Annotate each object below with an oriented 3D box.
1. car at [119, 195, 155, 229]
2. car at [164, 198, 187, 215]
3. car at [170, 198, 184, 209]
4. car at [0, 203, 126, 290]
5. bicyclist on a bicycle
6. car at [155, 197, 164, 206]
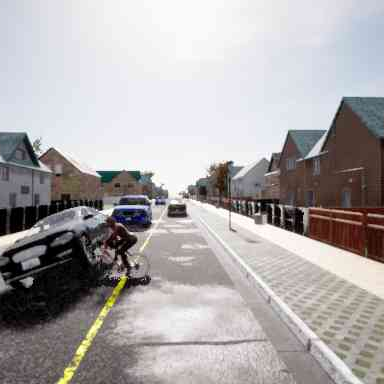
[{"bbox_3d":[-3.897,1.254,22.365,2.150,2.045,5.566,0,0,-3],"label":"car"},{"bbox_3d":[-1.539,1.554,34.252,2.128,1.511,4.902,0,-1,-3],"label":"car"},{"bbox_3d":[-2.226,1.602,48.115,1.882,1.535,5.008,0,0,-3],"label":"car"},{"bbox_3d":[-3.450,1.277,9.246,2.128,1.511,4.902,-20,-1,-2],"label":"car"},{"bbox_3d":[-1.907,1.466,8.494,1.656,1.620,0.582,-1,-2,-13],"label":"bicyclist on a bicycle"},{"bbox_3d":[-5.754,1.664,60.319,1.882,1.535,5.008,0,0,-3],"label":"car"}]
